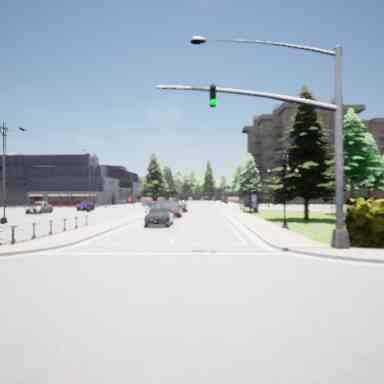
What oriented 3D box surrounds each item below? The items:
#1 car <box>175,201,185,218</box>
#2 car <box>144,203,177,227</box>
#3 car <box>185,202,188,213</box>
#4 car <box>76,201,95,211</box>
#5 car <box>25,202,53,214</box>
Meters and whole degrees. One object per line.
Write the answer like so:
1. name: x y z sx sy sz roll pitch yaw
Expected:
1. car: -2.054 1.956 35.223 1.812 1.442 4.674 0 -1 2
2. car: -2.458 1.823 25.486 1.837 1.490 4.892 0 -1 2
3. car: -1.575 2.043 45.801 2.128 1.511 4.902 0 -1 3
4. car: -15.398 2.035 48.182 1.845 1.501 3.633 0 -1 3
5. car: -18.753 1.979 40.923 1.970 1.475 3.806 0 -1 3
